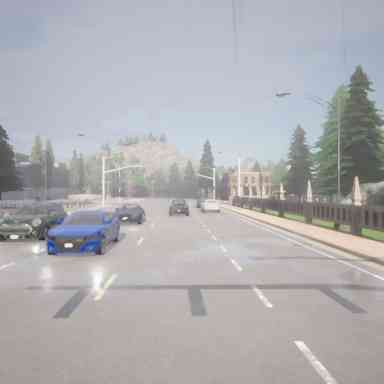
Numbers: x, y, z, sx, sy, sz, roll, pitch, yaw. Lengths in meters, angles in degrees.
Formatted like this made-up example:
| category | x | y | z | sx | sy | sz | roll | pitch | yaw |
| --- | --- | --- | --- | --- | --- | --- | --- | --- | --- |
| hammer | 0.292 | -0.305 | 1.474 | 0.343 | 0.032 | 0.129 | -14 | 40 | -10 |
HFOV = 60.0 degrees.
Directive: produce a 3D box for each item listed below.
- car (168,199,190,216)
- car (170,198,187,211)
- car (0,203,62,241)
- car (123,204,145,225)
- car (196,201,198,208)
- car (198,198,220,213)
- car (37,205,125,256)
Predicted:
| category | x | y | z | sx | sy | sz | roll | pitch | yaw |
| --- | --- | --- | --- | --- | --- | --- | --- | --- | --- |
| car | -1.261 | 1.501 | 32.301 | 2.128 | 1.511 | 4.902 | 0 | 0 | -2 |
| car | -1.715 | 1.560 | 42.567 | 2.033 | 1.411 | 5.357 | 0 | 0 | -3 |
| car | -7.749 | 1.359 | 16.577 | 2.097 | 1.767 | 4.553 | 0 | 0 | -2 |
| car | -4.531 | 1.571 | 24.263 | 1.994 | 1.385 | 4.181 | 0 | 0 | -2 |
| car | 1.608 | 1.561 | 46.762 | 2.033 | 1.411 | 5.357 | 0 | 0 | -3 |
| car | 2.022 | 1.536 | 37.185 | 1.812 | 1.442 | 4.674 | 0 | 0 | -3 |
| car | -4.126 | 1.481 | 13.324 | 1.882 | 1.535 | 5.008 | 0 | 0 | -3 |
